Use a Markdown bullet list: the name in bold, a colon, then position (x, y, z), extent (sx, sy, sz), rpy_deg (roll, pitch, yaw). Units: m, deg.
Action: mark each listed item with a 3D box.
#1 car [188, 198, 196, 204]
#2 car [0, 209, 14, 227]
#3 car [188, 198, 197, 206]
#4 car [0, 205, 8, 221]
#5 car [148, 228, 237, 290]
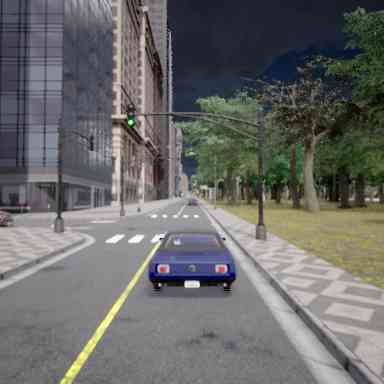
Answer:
- **car**: position (0.043, 2.210, 81.629), extent (2.033, 1.411, 5.357), rpy_deg (0, -1, 0)
- **car**: position (-13.534, 1.477, 21.004), extent (4.097, 1.590, 1.967), rpy_deg (0, -2, -1)
- **car**: position (0.127, 2.079, 67.353), extent (2.033, 1.411, 5.357), rpy_deg (0, -1, -1)
- **car**: position (-18.995, 1.874, 29.516), extent (4.313, 1.339, 1.947), rpy_deg (0, -2, 0)
- **car**: position (0.017, 1.654, 9.188), extent (1.895, 1.301, 4.718), rpy_deg (0, 0, 0)
